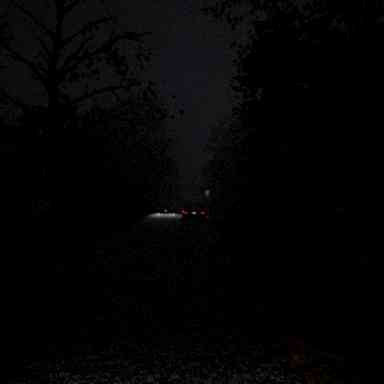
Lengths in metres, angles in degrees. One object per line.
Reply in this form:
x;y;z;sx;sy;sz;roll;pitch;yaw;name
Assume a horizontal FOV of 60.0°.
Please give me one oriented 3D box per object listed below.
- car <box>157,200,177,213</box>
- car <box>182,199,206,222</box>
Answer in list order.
-2.646;1.543;36.413;2.033;1.411;5.357;0;0;0;car
0.160;1.544;26.218;2.033;1.411;5.357;0;0;0;car
